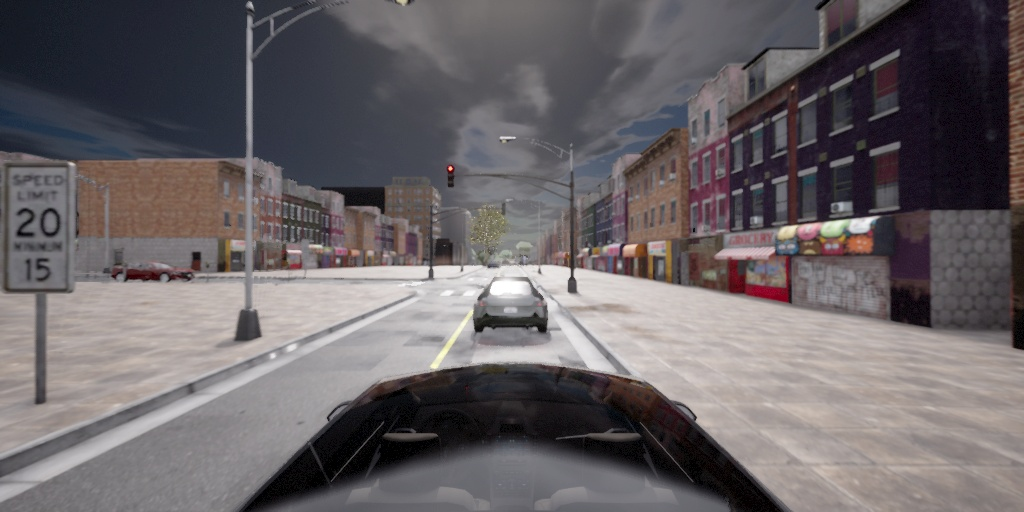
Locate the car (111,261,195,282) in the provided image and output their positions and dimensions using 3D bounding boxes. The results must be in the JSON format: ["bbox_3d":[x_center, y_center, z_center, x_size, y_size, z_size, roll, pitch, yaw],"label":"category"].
[{"bbox_3d":[-23.325,1.023,23.393,4.507,1.381,1.888,0,0,0],"label":"car"}]

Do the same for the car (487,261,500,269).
[{"bbox_3d":[-3.026,1.473,58.704,1.895,1.301,4.718,0,0,0],"label":"car"}]

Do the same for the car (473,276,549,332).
[{"bbox_3d":[-0.031,1.285,10.731,1.994,1.385,4.181,0,0,0],"label":"car"}]
